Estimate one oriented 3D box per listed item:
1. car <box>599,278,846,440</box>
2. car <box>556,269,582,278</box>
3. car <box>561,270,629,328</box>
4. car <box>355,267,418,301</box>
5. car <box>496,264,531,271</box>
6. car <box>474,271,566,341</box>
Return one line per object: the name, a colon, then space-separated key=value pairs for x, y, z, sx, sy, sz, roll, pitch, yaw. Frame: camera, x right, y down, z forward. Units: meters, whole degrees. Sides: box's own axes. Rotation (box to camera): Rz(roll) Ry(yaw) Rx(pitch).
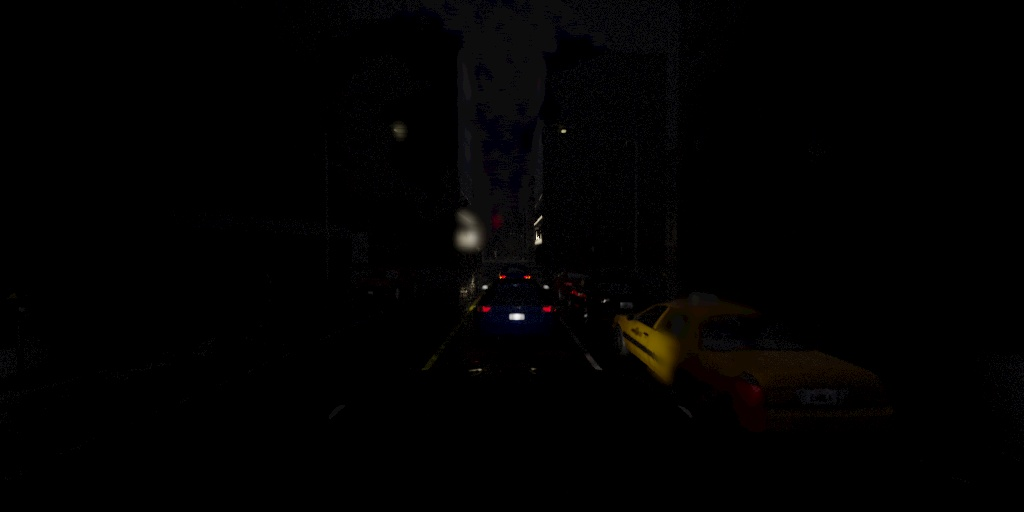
car: x=2.875 y=1.255 z=5.628 sx=1.751 sy=1.417 sz=4.829 roll=0 pitch=0 yaw=0
car: x=2.877 y=1.251 z=16.630 sx=1.802 sy=1.307 sz=4.207 roll=0 pitch=0 yaw=0
car: x=2.876 y=1.265 z=11.044 sx=1.948 sy=1.339 sz=4.313 roll=0 pitch=0 yaw=0
car: x=-5.669 y=1.214 z=16.629 sx=1.888 sy=1.381 sz=4.507 roll=0 pitch=0 yaw=0
car: x=0.105 y=1.178 z=19.739 sx=1.812 sy=1.442 sz=4.674 roll=0 pitch=0 yaw=-2
car: x=0.101 y=1.271 z=9.725 sx=1.994 sy=1.385 sz=4.181 roll=0 pitch=0 yaw=0
